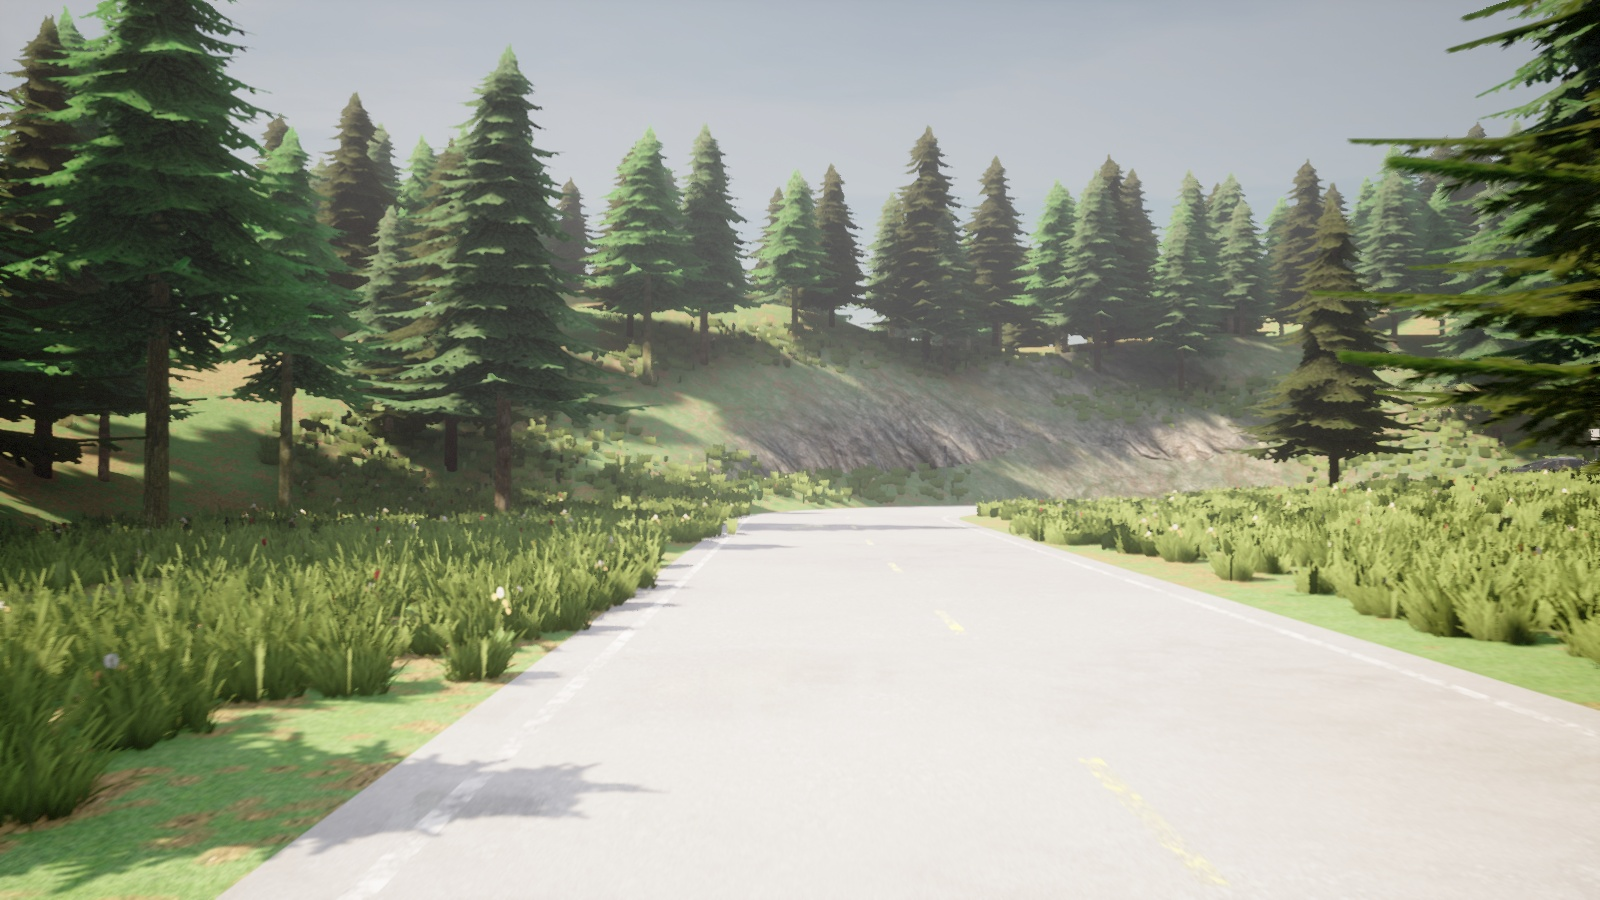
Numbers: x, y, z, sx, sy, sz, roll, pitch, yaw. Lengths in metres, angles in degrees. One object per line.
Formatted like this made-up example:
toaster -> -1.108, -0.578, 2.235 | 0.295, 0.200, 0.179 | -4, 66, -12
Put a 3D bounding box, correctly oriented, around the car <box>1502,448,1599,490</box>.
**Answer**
car -> 34.444, 0.791, 56.154 | 4.892, 1.490, 1.837 | -6, -2, 9
